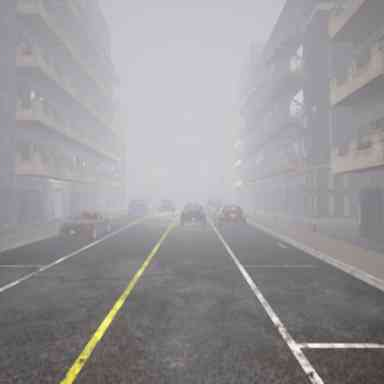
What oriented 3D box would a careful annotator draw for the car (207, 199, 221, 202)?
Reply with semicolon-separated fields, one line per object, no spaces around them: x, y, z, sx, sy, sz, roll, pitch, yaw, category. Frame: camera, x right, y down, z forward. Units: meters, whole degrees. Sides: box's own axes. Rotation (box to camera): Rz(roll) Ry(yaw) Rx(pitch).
2.676;1.785;35.196;1.752;1.417;4.829;1;0;0;car

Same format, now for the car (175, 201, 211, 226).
0.105;1.677;24.979;2.128;1.511;4.902;0;0;0;car

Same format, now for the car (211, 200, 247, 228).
2.675;1.616;23.686;1.967;1.590;4.097;1;0;0;car

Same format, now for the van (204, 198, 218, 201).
2.680;1.641;40.697;1.690;1.788;3.998;1;0;0;van

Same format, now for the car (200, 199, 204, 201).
0.109;1.869;41.385;1.994;1.385;4.181;0;0;0;car

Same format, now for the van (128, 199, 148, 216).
-5.668;1.601;35.102;1.690;1.788;3.998;1;0;0;van

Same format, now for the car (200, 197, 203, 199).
2.985;2.230;94.159;2.008;1.369;4.403;1;0;0;car

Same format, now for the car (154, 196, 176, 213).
-3.082;1.654;41.110;2.097;1.767;4.553;0;0;0;car

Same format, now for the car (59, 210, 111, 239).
-5.674;1.680;18.088;1.887;1.381;4.507;1;0;0;car

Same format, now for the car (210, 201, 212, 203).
2.674;1.783;29.355;1.947;1.339;4.313;1;0;0;car
